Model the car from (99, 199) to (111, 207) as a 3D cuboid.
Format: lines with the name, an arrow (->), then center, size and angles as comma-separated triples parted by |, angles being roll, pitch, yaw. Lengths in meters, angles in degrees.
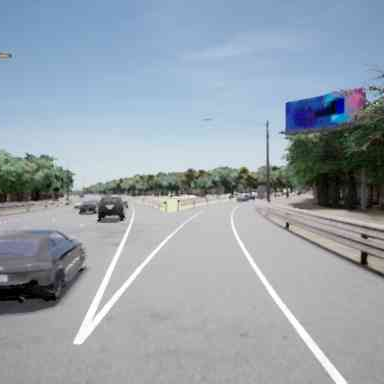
car -> -16.609, 2.079, 63.598 | 1.812, 1.442, 4.674 | 0, -1, -11

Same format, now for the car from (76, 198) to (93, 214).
car -> -12.165, 1.813, 39.659 | 1.837, 1.490, 4.892 | 0, -1, -10

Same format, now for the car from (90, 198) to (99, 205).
car -> -24.936, 2.381, 85.172 | 2.128, 1.511, 4.902 | 0, -1, -13

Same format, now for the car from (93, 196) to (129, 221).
car -> -7.055, 1.413, 29.555 | 2.150, 2.045, 5.566 | 0, 0, -9

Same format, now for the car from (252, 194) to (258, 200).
car -> 15.091, 1.212, 83.656 | 1.882, 1.535, 5.008 | 0, 1, 26

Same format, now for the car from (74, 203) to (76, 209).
car -> -18.674, 2.112, 56.478 | 1.895, 1.301, 4.718 | 0, 0, -11

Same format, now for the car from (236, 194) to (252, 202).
car -> 11.199, 1.455, 73.816 | 2.033, 1.411, 5.357 | 0, 0, 21

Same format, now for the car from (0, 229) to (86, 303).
car -> -3.947, 1.619, 8.291 | 1.994, 1.385, 4.181 | 0, 0, -8

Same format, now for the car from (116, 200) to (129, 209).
car -> -11.293, 1.985, 54.084 | 1.994, 1.385, 4.181 | 0, -1, -11
